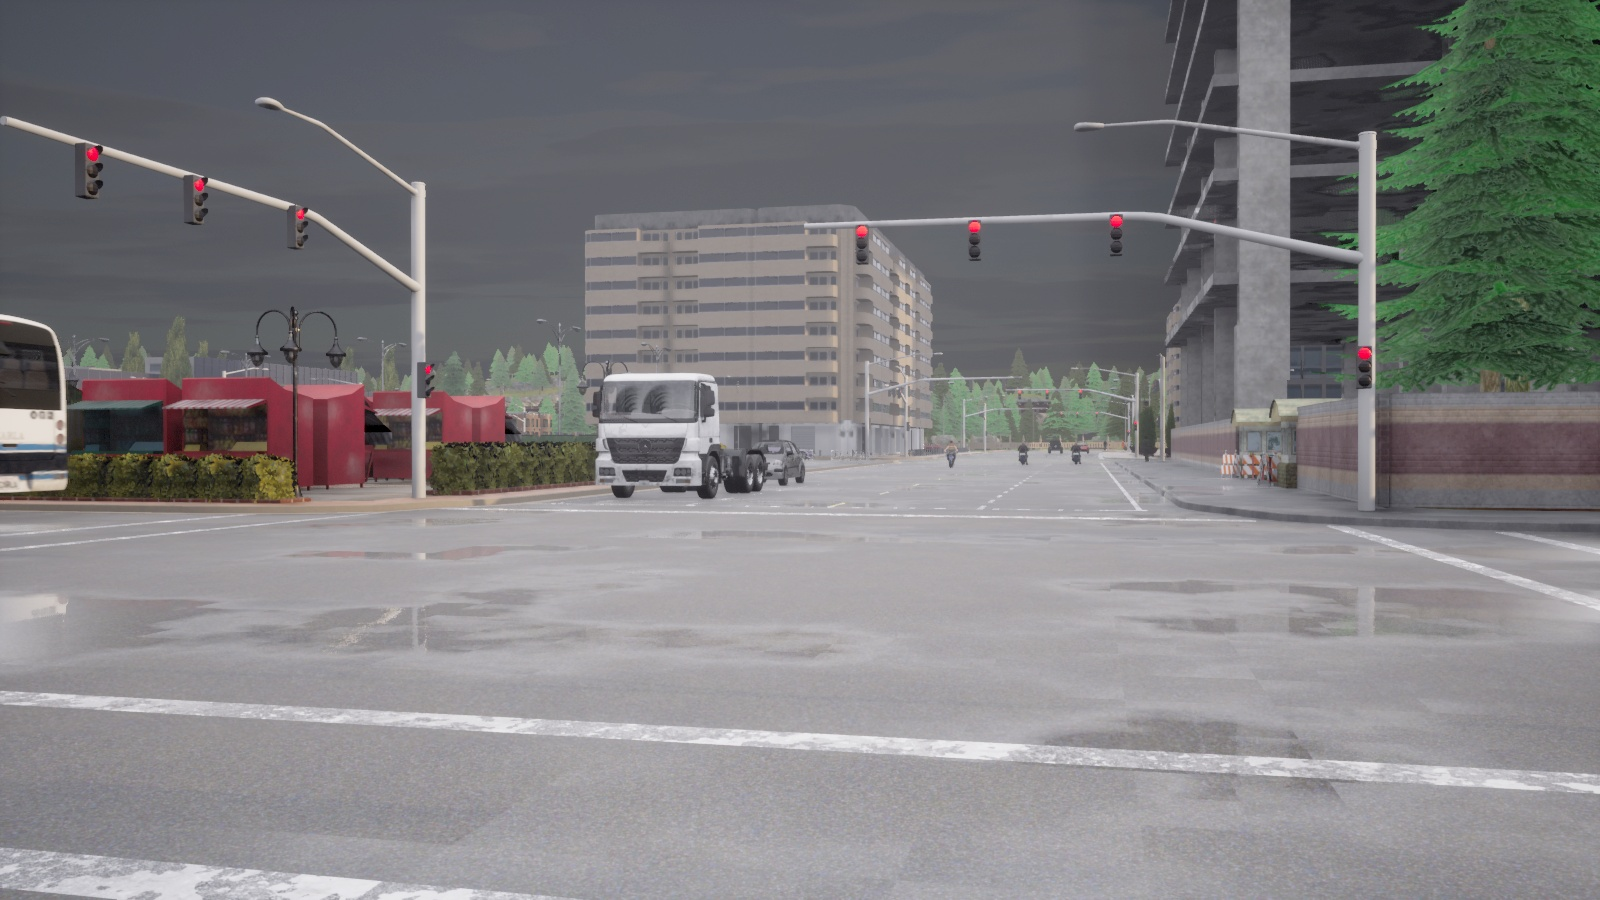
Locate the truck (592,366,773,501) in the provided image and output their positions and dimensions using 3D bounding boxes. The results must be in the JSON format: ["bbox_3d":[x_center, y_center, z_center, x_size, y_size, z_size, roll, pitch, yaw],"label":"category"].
[{"bbox_3d":[-3.137,-0.442,36.214,2.891,3.462,7.936,0,0,13],"label":"truck"}]

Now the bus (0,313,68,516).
[{"bbox_3d":[-21.812,-0.746,27.189,10.273,4.253,3.944,0,0,11],"label":"bus"}]

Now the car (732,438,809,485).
[{"bbox_3d":[-1.019,0.387,45.574,1.851,1.617,3.988,0,0,13],"label":"car"}]
